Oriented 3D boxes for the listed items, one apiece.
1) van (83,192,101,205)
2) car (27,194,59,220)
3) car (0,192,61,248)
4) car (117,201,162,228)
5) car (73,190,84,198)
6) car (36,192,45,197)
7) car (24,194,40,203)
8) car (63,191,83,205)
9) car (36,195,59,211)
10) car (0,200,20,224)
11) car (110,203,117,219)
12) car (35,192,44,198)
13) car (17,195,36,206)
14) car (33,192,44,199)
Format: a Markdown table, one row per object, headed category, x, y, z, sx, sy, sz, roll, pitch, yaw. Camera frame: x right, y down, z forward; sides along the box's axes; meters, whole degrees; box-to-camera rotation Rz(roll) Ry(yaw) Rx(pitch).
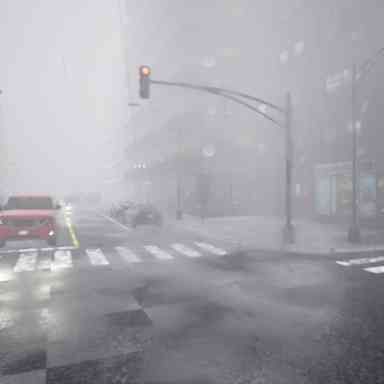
| category | x | y | z | sx | sy | sz | roll | pitch | yaw |
| --- | --- | --- | --- | --- | --- | --- | --- | --- | --- |
| van | -13.746 | 0.879 | 46.486 | 1.690 | 1.788 | 3.998 | 1 | 0 | -22 |
| car | -11.707 | 1.080 | 26.384 | 2.097 | 1.767 | 4.553 | 0 | 1 | -22 |
| car | -6.999 | 1.086 | 14.547 | 2.150 | 2.045 | 5.566 | 0 | 0 | -20 |
| car | -3.133 | 1.399 | 20.735 | 1.947 | 1.339 | 4.313 | 1 | 0 | -22 |
| car | -26.483 | 0.502 | 77.387 | 2.192 | 1.841 | 5.009 | 1 | 0 | -22 |
| car | -38.498 | 0.632 | 84.531 | 1.802 | 1.307 | 4.206 | 1 | 0 | -22 |
| car | -25.758 | 0.966 | 53.629 | 1.947 | 1.339 | 4.313 | 1 | 0 | -22 |
| car | -16.722 | 0.996 | 46.611 | 1.882 | 1.535 | 5.008 | 0 | 1 | -22 |
| car | -15.770 | 1.106 | 36.432 | 2.128 | 1.511 | 4.902 | 0 | 1 | -22 |
| car | -13.019 | 1.298 | 22.728 | 1.887 | 1.381 | 4.507 | 1 | 0 | -22 |
| car | -5.256 | 1.356 | 25.885 | 1.802 | 1.307 | 4.206 | 1 | 0 | -22 |
| car | -36.374 | 0.690 | 79.381 | 1.802 | 1.307 | 4.206 | 1 | 0 | -22 |
| car | -21.511 | 1.084 | 43.329 | 1.947 | 1.339 | 4.313 | 1 | 0 | -22 |
| car | -34.251 | 0.711 | 74.231 | 1.887 | 1.381 | 4.507 | 1 | 0 | -22 |
